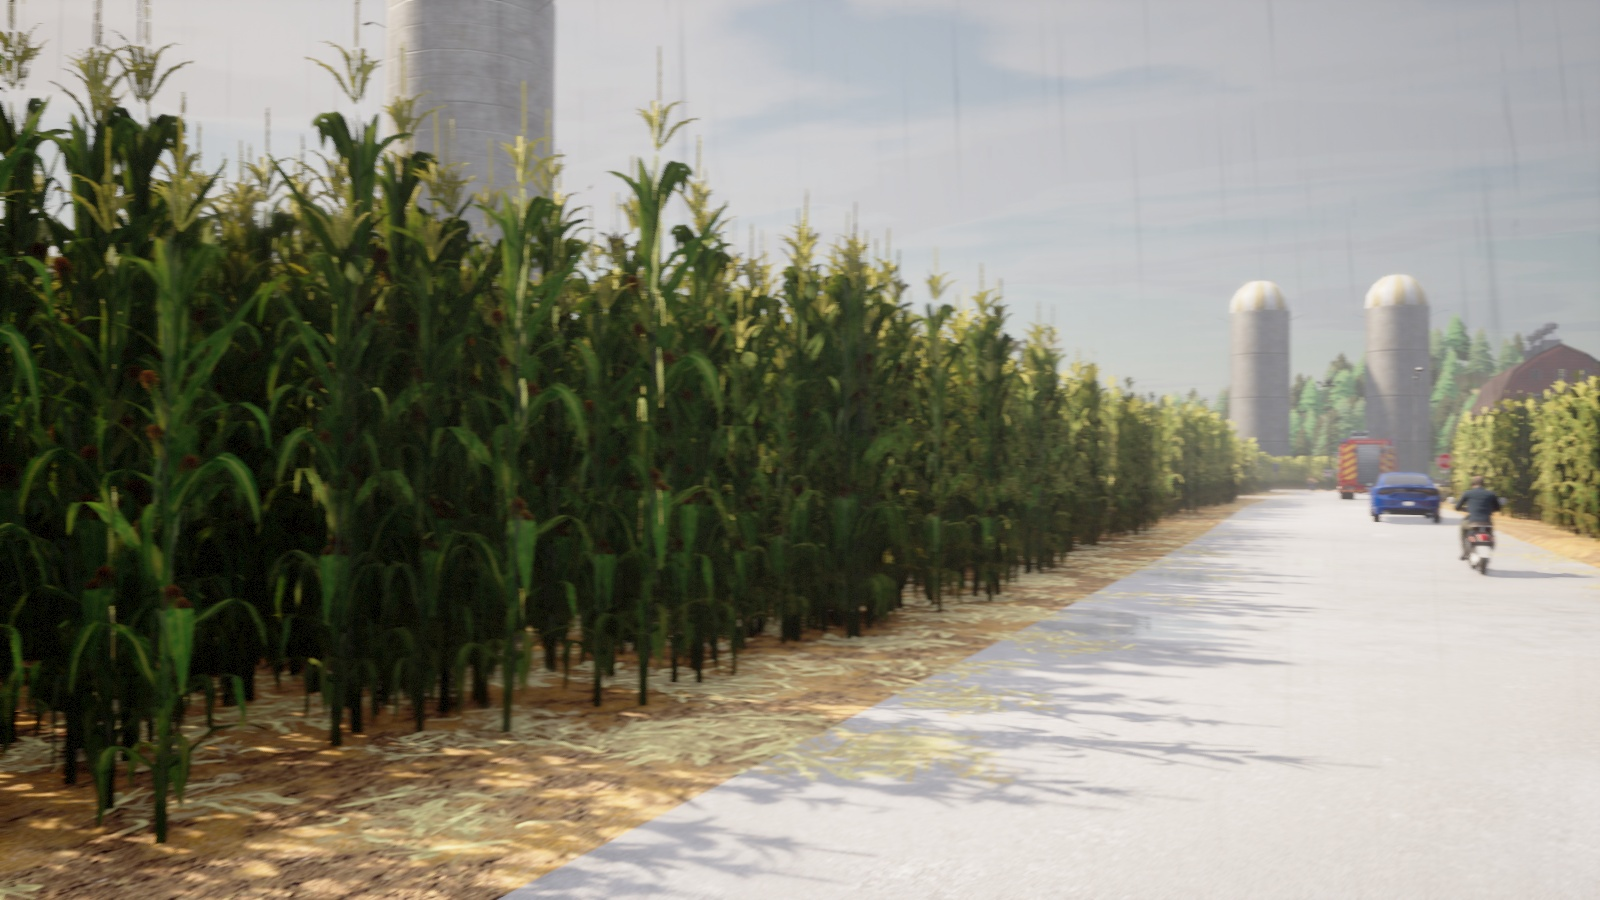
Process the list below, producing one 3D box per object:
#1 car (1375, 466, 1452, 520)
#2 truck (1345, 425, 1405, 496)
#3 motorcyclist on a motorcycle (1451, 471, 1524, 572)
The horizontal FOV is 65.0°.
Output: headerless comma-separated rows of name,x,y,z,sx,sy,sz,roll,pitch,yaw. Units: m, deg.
car,19.235,1.293,39.553,1.882,1.535,5.008,0,0,23
truck,33.196,0.712,72.724,2.891,3.827,8.468,0,-2,23
motorcyclist on a motorcycle,11.310,1.137,20.722,0.866,1.590,1.817,0,-1,23
